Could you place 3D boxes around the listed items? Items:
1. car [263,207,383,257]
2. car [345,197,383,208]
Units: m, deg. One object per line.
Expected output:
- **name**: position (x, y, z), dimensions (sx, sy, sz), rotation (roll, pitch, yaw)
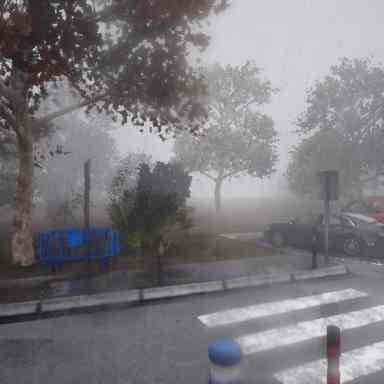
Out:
- **car**: position (5.133, 1.487, 13.032), dimensions (2.231, 1.521, 4.892), rotation (0, -1, -45)
- **car**: position (7.818, 1.235, 14.279), dimensions (2.435, 2.045, 5.566), rotation (0, -1, -44)
